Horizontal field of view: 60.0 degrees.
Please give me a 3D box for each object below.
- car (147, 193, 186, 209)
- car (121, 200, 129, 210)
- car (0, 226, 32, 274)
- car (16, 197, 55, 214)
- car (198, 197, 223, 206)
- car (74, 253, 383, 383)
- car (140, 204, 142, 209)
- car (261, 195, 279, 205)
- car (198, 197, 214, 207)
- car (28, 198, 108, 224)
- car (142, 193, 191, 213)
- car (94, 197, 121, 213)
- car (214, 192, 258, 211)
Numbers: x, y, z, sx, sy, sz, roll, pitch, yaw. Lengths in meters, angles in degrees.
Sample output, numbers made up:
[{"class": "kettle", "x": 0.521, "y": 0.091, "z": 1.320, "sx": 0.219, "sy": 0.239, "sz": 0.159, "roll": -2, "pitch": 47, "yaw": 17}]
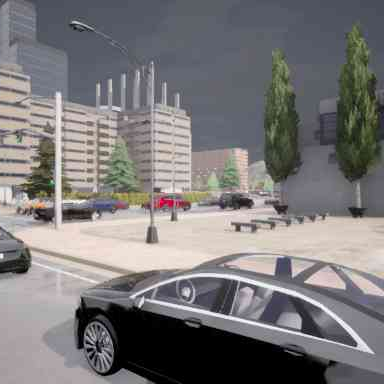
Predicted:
[{"class": "car", "x": -3.591, "y": 1.221, "z": 47.697, "sx": 2.150, "sy": 2.045, "sz": 5.566, "roll": 0, "pitch": 0, "yaw": 41}, {"class": "car", "x": -9.749, "y": 1.564, "z": 40.588, "sx": 1.994, "sy": 1.385, "sz": 4.181, "roll": 0, "pitch": 0, "yaw": 41}, {"class": "car", "x": -6.333, "y": 1.564, "z": 9.484, "sx": 4.181, "sy": 1.385, "sz": 1.994, "roll": 0, "pitch": 0, "yaw": 40}, {"class": "car", "x": -15.447, "y": 1.352, "z": 34.113, "sx": 2.097, "sy": 1.767, "sz": 4.553, "roll": 0, "pitch": 0, "yaw": 42}, {"class": "car", "x": 3.125, "y": 1.526, "z": 55.414, "sx": 1.812, "sy": 1.442, "sz": 4.674, "roll": 0, "pitch": 0, "yaw": 41}, {"class": "car", "x": 0.574, "y": 1.492, "z": 3.866, "sx": 4.902, "sy": 1.511, "sz": 2.128, "roll": 0, "pitch": 0, "yaw": 37}, {"class": "car", "x": -3.982, "y": 1.547, "z": 41.906, "sx": 2.033, "sy": 1.411, "sz": 5.357, "roll": 0, "pitch": 0, "yaw": 41}, {"class": "car", "x": 14.260, "y": 1.601, "z": 57.316, "sx": 1.895, "sy": 1.301, "sz": 4.718, "roll": 0, "pitch": 0, "yaw": 41}, {"class": "car", "x": 2.830, "y": 1.492, "z": 49.752, "sx": 2.128, "sy": 1.511, "sz": 4.902, "roll": 0, "pitch": 0, "yaw": 41}, {"class": "car", "x": -9.155, "y": 1.477, "z": 24.934, "sx": 1.882, "sy": 1.535, "sz": 5.008, "roll": 0, "pitch": 0, "yaw": 41}, {"class": "car", "x": -2.535, "y": 1.221, "z": 37.923, "sx": 2.150, "sy": 2.045, "sz": 5.566, "roll": 0, "pitch": 0, "yaw": 41}, {"class": "car", "x": -10.186, "y": 1.352, "z": 34.744, "sx": 2.097, "sy": 1.767, "sz": 4.553, "roll": 0, "pitch": 0, "yaw": 41}, {"class": "car", "x": 5.615, "y": 1.221, "z": 41.988, "sx": 2.150, "sy": 2.045, "sz": 5.566, "roll": 0, "pitch": 0, "yaw": 41}]
